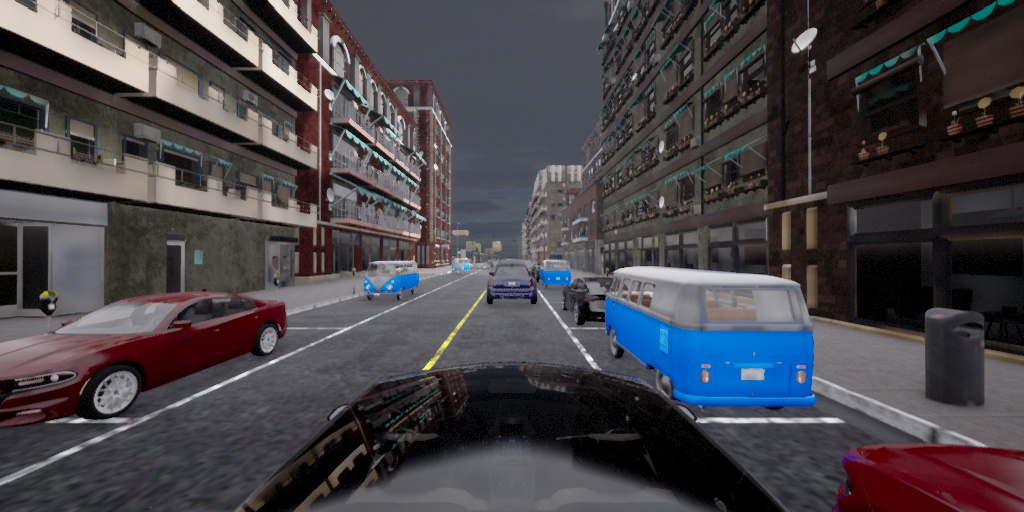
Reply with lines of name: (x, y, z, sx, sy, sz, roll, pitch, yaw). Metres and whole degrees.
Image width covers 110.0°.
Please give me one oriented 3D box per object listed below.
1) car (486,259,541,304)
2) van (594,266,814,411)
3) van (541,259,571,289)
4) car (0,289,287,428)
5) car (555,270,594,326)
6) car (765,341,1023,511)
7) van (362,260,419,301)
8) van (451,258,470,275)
car: (0.000, 1.119, 16.471, 2.097, 1.767, 4.553, 0, 0, 0)
van: (2.692, 1.089, 5.860, 1.690, 1.789, 3.998, 0, 0, 0)
van: (2.692, 1.097, 22.846, 1.690, 1.789, 3.998, 0, 0, 0)
car: (-5.689, 1.293, 5.860, 1.888, 1.381, 4.507, 0, 0, 0)
car: (2.692, 1.316, 11.520, 1.948, 1.339, 4.313, 0, 0, 0)
car: (2.692, 1.292, 0.198, 1.888, 1.381, 4.507, 0, 0, 0)
van: (-5.689, 1.093, 17.183, 1.690, 1.789, 3.998, 0, 0, 0)
van: (-5.689, 1.114, 39.830, 1.690, 1.789, 3.998, 0, 0, 0)
